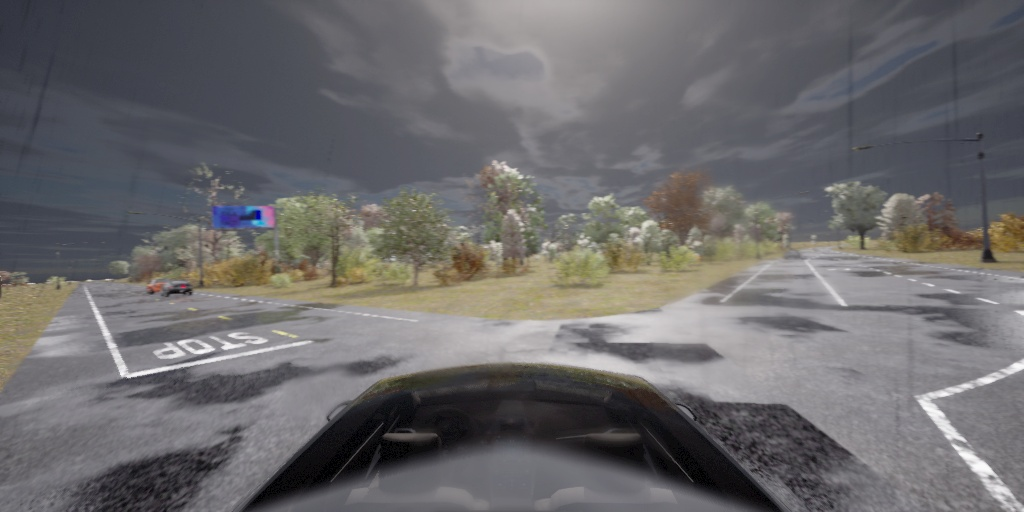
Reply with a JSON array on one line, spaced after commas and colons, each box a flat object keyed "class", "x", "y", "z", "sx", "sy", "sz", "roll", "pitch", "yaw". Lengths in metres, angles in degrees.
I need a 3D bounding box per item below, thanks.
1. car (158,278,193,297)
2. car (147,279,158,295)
[{"class": "car", "x": -32.085, "y": 3.091, "z": 34.335, "sx": 4.892, "sy": 1.490, "sz": 1.837, "roll": -3, "pitch": -1, "yaw": 40}, {"class": "car", "x": -39.763, "y": 3.358, "z": 40.722, "sx": 4.553, "sy": 1.767, "sz": 2.097, "roll": -3, "pitch": -1, "yaw": 40}]
